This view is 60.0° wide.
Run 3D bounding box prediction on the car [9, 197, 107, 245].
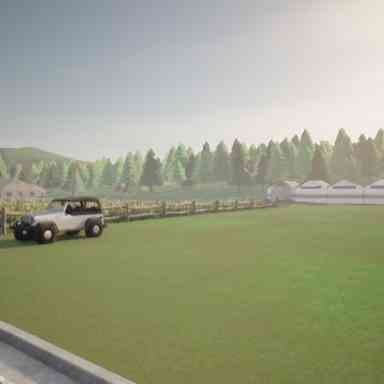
[{"bbox_3d":[-5.609,1.160,14.530,1.905,1.878,3.866,0,0,35],"label":"car"}]
